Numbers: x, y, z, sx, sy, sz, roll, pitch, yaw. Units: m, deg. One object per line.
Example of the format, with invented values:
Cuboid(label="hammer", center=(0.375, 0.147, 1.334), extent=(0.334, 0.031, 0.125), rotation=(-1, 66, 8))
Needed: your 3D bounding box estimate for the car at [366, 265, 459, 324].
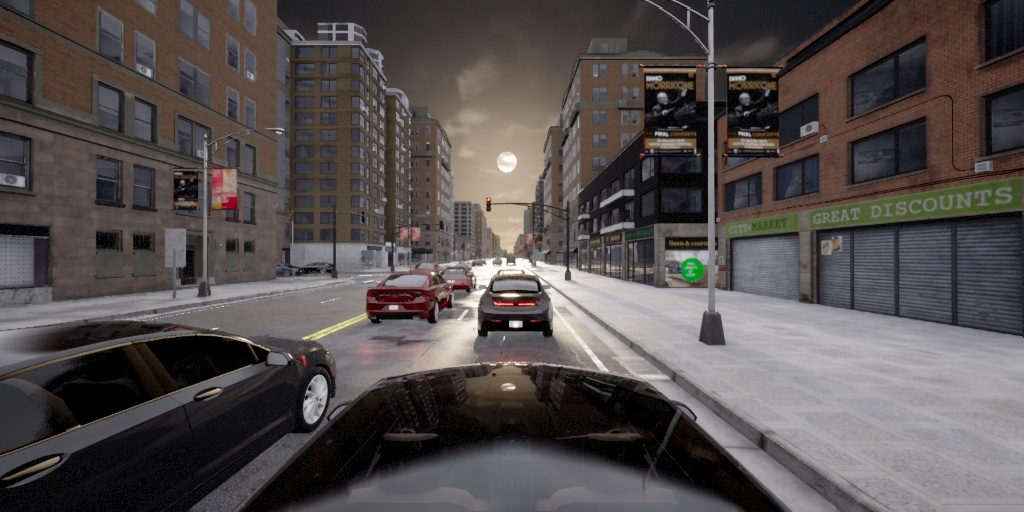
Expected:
Cuboid(label="car", center=(-3.179, 1.229, 12.083), extent=(1.882, 1.535, 5.008), rotation=(0, 0, 0))

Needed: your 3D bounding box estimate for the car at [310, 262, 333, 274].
Cuboid(label="car", center=(-22.256, 1.347, 40.704), extent=(4.313, 1.339, 1.948), rotation=(0, 0, 0))

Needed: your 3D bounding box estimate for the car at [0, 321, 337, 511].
Cuboid(label="car", center=(-3.152, 1.255, 2.648), extent=(1.837, 1.490, 4.892), rotation=(0, 0, 0))

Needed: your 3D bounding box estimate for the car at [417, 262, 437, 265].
Cuboid(label="car", center=(-6.674, 1.233, 28.048), extent=(1.882, 1.535, 5.008), rotation=(0, 0, 0))

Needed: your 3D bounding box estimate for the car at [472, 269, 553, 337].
Cuboid(label="car", center=(0.077, 1.256, 10.329), extent=(1.837, 1.490, 4.892), rotation=(0, 0, 0))

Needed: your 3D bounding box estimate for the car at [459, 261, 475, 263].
Cuboid(label="car", center=(-6.731, 1.369, 49.756), extent=(1.895, 1.301, 4.718), rotation=(0, 0, 0))

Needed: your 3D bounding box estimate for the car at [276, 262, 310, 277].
Cuboid(label="car", center=(-22.726, 1.315, 35.224), extent=(4.181, 1.385, 1.994), rotation=(0, 0, 0))

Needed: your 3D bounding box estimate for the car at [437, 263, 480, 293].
Cuboid(label="car", center=(-3.199, 1.317, 20.977), extent=(1.994, 1.385, 4.181), rotation=(0, 0, -1))
